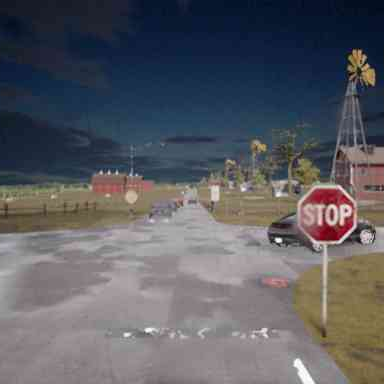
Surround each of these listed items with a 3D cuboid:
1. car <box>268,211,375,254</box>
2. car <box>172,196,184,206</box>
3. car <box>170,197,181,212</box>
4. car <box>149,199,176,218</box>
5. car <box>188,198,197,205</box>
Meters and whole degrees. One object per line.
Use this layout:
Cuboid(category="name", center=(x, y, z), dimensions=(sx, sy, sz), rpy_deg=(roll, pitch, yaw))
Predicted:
Cuboid(category="car", center=(5.259, 1.436, 13.313), dimensions=(4.892, 1.490, 1.837), rpy_deg=(-2, -2, -30))
Cuboid(category="car", center=(-2.787, 1.697, 50.855), dimensions=(2.128, 1.511, 4.902), rpy_deg=(0, -1, 0))
Cuboid(category="car", center=(-2.801, 1.684, 40.671), dimensions=(1.994, 1.385, 4.181), rpy_deg=(0, 0, 1))
Cuboid(category="car", center=(-2.822, 1.627, 30.765), dimensions=(1.994, 1.385, 4.181), rpy_deg=(0, 0, 0))
Cuboid(category="car", center=(0.061, 1.981, 71.542), dimensions=(1.812, 1.442, 4.674), rpy_deg=(0, -1, 0))
